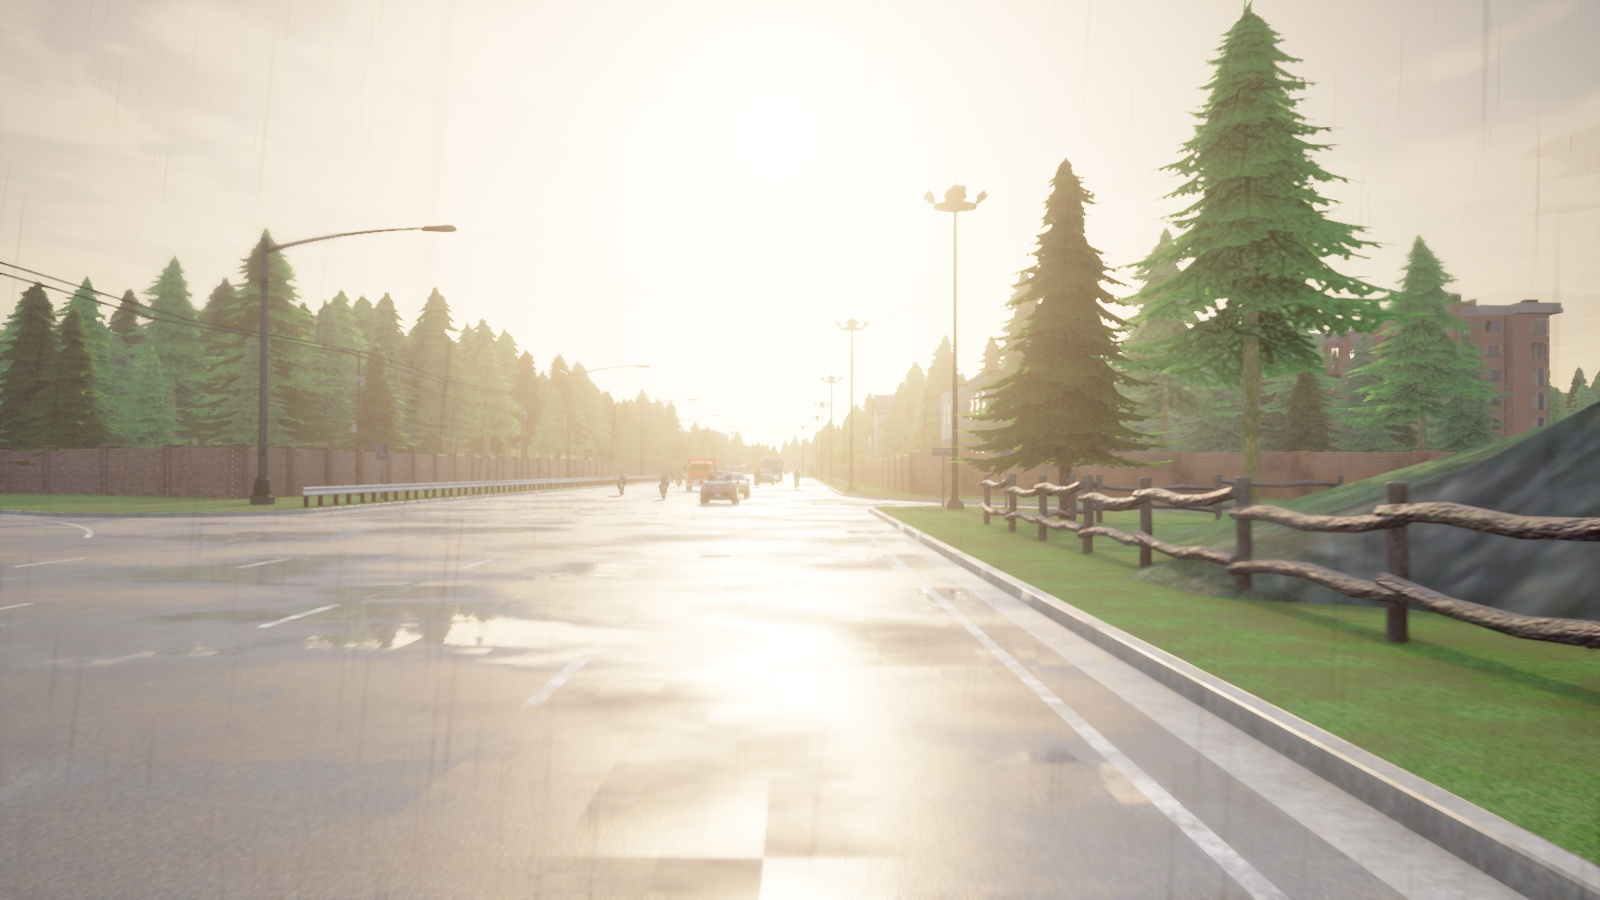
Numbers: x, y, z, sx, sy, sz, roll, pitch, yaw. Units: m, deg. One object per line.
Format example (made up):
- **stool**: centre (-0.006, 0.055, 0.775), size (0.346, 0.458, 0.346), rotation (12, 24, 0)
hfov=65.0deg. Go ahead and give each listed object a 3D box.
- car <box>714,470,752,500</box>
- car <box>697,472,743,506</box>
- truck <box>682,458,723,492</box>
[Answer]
- **car**: centre (-3.668, 1.886, 69.266), size (1.801, 1.575, 5.366), rotation (0, -1, 0)
- **car**: centre (-3.639, 1.774, 57.597), size (1.845, 1.501, 3.633), rotation (0, -1, 0)
- **truck**: centre (-7.228, 1.867, 93.534), size (2.627, 2.467, 5.204), rotation (0, -1, 0)
